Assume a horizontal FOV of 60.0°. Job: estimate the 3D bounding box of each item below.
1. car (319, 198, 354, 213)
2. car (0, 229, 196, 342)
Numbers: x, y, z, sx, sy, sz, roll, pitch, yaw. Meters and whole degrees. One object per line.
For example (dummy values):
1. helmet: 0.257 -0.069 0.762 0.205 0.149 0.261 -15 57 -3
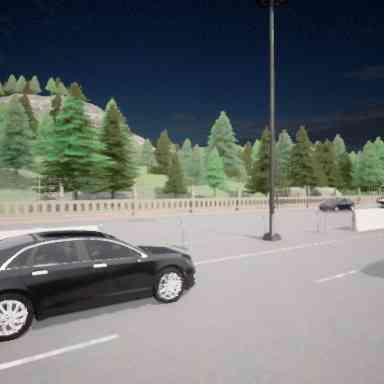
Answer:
1. car: 15.998 1.438 36.601 4.892 1.490 1.837 0 0 -34
2. car: -2.155 1.502 6.518 4.892 1.490 1.837 0 0 -36
